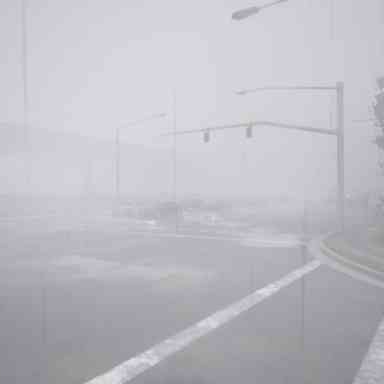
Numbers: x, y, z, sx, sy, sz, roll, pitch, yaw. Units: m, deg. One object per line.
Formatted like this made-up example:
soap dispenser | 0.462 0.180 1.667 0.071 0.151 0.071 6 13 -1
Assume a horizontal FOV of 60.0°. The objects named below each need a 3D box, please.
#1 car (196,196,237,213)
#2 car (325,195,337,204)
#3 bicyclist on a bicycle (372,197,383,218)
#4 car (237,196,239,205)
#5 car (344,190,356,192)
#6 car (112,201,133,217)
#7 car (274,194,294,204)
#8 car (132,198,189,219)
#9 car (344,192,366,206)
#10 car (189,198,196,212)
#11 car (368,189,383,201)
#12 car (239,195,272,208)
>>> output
car | 2.817 1.457 37.023 1.812 1.442 4.674 -1 0 36
car | 22.003 1.148 50.904 1.895 1.301 4.718 0 1 37
bicyclist on a bicycle | 14.459 1.181 25.028 1.656 1.620 0.582 -1 0 36
car | 5.533 1.306 46.580 1.882 1.535 5.008 0 1 36
car | 28.098 0.584 59.169 2.150 2.045 5.566 0 1 36
car | -5.433 1.563 31.732 1.812 1.442 4.674 0 0 36
car | 14.672 1.136 53.021 1.837 1.490 4.892 0 1 37
car | -2.678 1.522 29.575 1.837 1.490 4.892 0 0 35
car | 22.320 1.131 45.433 1.812 1.442 4.674 0 1 36
car | -0.114 1.457 38.940 1.837 1.490 4.892 0 0 36
car | 33.006 0.503 59.927 2.150 2.045 5.566 0 1 36
car | 8.648 1.404 44.913 1.895 1.301 4.718 0 1 36
